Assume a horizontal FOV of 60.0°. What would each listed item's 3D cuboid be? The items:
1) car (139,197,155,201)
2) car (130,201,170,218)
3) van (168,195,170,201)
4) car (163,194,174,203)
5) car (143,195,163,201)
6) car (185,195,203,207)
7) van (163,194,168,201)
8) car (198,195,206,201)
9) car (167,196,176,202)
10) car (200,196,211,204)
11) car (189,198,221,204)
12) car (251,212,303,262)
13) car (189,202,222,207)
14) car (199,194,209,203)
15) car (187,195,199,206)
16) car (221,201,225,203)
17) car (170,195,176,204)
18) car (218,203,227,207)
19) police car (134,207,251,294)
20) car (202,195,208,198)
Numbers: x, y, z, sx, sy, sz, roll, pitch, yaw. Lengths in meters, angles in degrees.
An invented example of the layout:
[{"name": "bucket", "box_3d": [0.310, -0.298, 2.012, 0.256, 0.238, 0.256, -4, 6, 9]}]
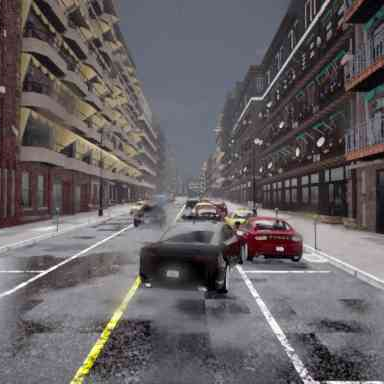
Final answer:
[{"name": "car", "box_3d": [-5.209, 1.569, 34.099, 1.752, 1.417, 4.829, 2, 0, 0]}, {"name": "car", "box_3d": [-2.693, 1.547, 22.380, 1.812, 1.442, 4.674, 0, 0, 0]}, {"name": "van", "box_3d": [-5.149, 1.443, 56.392, 1.690, 1.788, 3.998, 1, 0, 0]}, {"name": "car", "box_3d": [-5.107, 1.478, 72.982, 2.192, 1.841, 5.009, 1, 0, 0]}, {"name": "car", "box_3d": [-5.189, 1.371, 39.801, 2.192, 1.841, 5.009, 2, 0, 0]}, {"name": "car", "box_3d": [0.126, 1.547, 45.590, 1.882, 1.535, 5.008, 0, 0, 0]}, {"name": "van", "box_3d": [-5.162, 1.425, 50.860, 1.690, 1.788, 3.998, 2, 0, 0]}, {"name": "car", "box_3d": [2.777, 1.677, 89.497, 1.967, 1.590, 4.097, 1, 0, 0]}, {"name": "car", "box_3d": [-5.086, 1.776, 84.044, 1.947, 1.339, 4.313, 1, 0, 0]}, {"name": "car", "box_3d": [2.764, 1.581, 67.372, 1.967, 1.590, 4.097, 1, 0, 0]}, {"name": "car", "box_3d": [0.888, 1.481, 24.931, 1.801, 1.575, 5.366, 0, 0, 0]}, {"name": "car", "box_3d": [2.615, 1.553, 12.064, 1.887, 1.381, 4.507, 1, 0, 0]}, {"name": "car", "box_3d": [0.872, 1.542, 18.737, 1.812, 1.442, 4.674, 0, 0, 0]}, {"name": "car", "box_3d": [2.752, 1.500, 78.434, 2.192, 1.841, 5.009, 1, 0, 0]}, {"name": "car", "box_3d": [0.150, 1.463, 59.429, 2.097, 1.767, 4.553, 0, 0, 0]}, {"name": "car", "box_3d": [2.670, 1.589, 34.186, 1.887, 1.381, 4.507, 1, 0, 0]}, {"name": "car", "box_3d": [-5.121, 1.456, 67.453, 2.192, 1.841, 5.009, 1, 0, 0]}, {"name": "car", "box_3d": [2.630, 1.540, 17.766, 1.752, 1.417, 4.829, 1, 0, 0]}, {"name": "police car", "box_3d": [0.299, 1.431, 9.119, 1.930, 1.638, 5.238, 0, 0, 15]}, {"name": "car", "box_3d": [2.726, 1.646, 56.310, 1.887, 1.381, 4.507, 1, 0, 0]}]
